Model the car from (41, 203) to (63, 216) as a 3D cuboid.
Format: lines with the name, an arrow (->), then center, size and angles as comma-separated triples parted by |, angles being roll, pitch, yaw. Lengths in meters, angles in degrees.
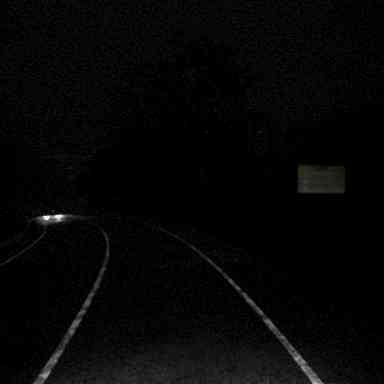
car -> -16.236, 1.957, 38.427 | 1.994, 1.385, 4.181 | -3, 1, -28
